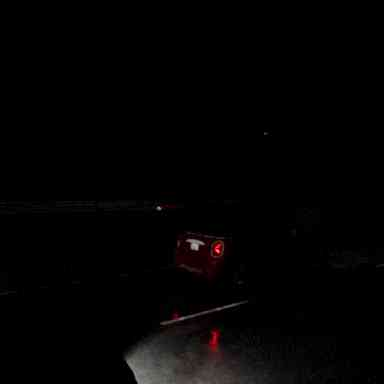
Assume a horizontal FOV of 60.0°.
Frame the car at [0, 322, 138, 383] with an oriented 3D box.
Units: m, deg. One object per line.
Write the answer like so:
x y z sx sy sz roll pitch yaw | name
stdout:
-2.364 1.564 2.060 4.181 1.385 1.994 0 0 -36 | car

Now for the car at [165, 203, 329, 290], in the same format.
1.799 1.352 9.331 4.553 1.767 2.097 0 0 -36 | car

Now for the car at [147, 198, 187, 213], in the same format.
-1.596 1.353 28.622 4.553 1.767 2.097 0 0 -35 | car

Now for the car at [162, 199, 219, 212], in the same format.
0.462 1.507 25.792 4.892 1.490 1.837 0 0 -35 | car
